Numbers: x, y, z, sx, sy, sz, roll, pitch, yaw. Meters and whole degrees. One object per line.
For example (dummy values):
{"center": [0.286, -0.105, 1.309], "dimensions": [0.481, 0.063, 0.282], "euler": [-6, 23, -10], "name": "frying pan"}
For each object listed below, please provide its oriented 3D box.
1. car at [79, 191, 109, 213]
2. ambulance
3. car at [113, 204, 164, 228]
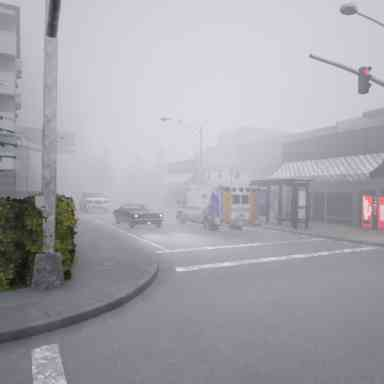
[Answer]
{"center": [-9.958, 0.928, 33.475], "dimensions": [2.150, 2.045, 5.566], "euler": [1, 0, -27], "name": "car"}
{"center": [1.160, 0.884, 19.455], "dimensions": [2.351, 2.431, 6.366], "euler": [1, 0, -27], "name": "ambulance"}
{"center": [-3.370, 1.396, 20.417], "dimensions": [1.895, 1.301, 4.718], "euler": [1, 0, -27], "name": "car"}
